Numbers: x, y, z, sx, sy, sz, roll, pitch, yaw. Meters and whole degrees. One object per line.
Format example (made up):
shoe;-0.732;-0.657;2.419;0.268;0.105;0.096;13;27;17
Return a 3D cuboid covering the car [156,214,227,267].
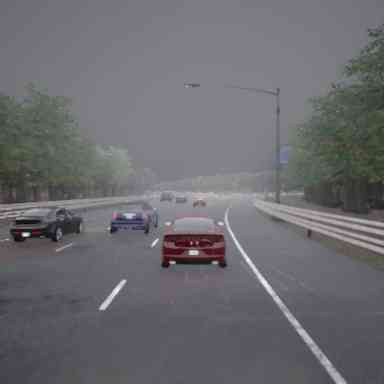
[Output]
car;0.081;1.472;11.396;1.882;1.535;5.008;0;0;1

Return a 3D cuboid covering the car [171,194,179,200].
car;-4.936;1.370;95.516;2.128;1.511;4.902;0;0;0

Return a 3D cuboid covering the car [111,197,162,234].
car;-3.189;1.331;19.341;2.097;1.767;4.553;0;0;1

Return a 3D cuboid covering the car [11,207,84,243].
car;-6.779;1.488;16.096;1.837;1.490;4.892;0;0;1

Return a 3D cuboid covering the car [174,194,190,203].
car;-1.852;1.330;62.605;1.882;1.535;5.008;0;0;2

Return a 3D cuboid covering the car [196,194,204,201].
car;1.955;1.338;78.026;1.837;1.490;4.892;0;0;1

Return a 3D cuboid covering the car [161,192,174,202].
car;-5.145;1.058;68.713;2.150;2.045;5.566;0;0;2

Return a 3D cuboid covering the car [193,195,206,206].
car;1.173;1.488;51.217;1.895;1.301;4.718;0;0;2
